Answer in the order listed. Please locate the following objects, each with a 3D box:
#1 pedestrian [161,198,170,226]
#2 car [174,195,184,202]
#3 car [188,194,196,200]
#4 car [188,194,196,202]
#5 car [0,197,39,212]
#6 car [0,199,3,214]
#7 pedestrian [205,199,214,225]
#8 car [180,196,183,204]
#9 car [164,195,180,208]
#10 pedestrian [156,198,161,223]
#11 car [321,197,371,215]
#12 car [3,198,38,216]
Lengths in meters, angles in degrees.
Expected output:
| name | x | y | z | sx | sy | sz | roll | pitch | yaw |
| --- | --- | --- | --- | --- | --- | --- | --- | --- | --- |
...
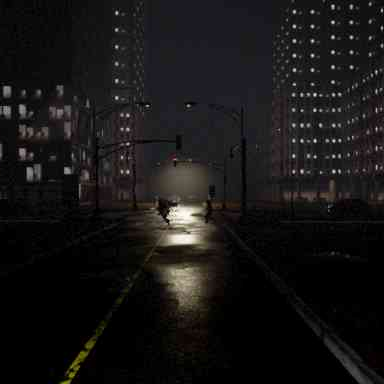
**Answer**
| name | x | y | z | sx | sy | sz | roll | pitch | yaw |
| --- | --- | --- | --- | --- | --- | --- | --- | --- | --- |
| pedestrian | -1.695 | 1.293 | 22.097 | 0.375 | 1.860 | 0.375 | 0 | 0 | 0 |
| car | -3.015 | 1.529 | 76.046 | 2.033 | 1.411 | 5.357 | 0 | 0 | 0 |
| car | -0.016 | 1.357 | 88.998 | 2.033 | 1.411 | 5.357 | 0 | 0 | 0 |
| car | -0.013 | 1.575 | 79.023 | 1.895 | 1.301 | 4.718 | 0 | 0 | 0 |
| car | -19.212 | 1.360 | 36.368 | 4.097 | 1.590 | 1.967 | 0 | -1 | -1 |
| car | -18.900 | 1.415 | 27.732 | 4.829 | 1.417 | 1.752 | 0 | -1 | -1 |
| pedestrian | 1.159 | 1.293 | 22.697 | 0.375 | 1.860 | 0.375 | 0 | 0 | 0 |
| car | -3.079 | 1.344 | 60.790 | 2.097 | 1.767 | 4.553 | 0 | 0 | 0 |
| car | -3.117 | 1.560 | 48.658 | 1.994 | 1.385 | 4.181 | 0 | 0 | -1 |
| pedestrian | -2.146 | 1.288 | 23.295 | 0.375 | 1.860 | 0.375 | 0 | 0 | 0 |
| car | 15.722 | 1.437 | 34.220 | 4.553 | 1.767 | 2.097 | 0 | 0 | -1 |
| car | -16.778 | 1.390 | 30.481 | 5.008 | 1.535 | 1.882 | 0 | 0 | -1 |
